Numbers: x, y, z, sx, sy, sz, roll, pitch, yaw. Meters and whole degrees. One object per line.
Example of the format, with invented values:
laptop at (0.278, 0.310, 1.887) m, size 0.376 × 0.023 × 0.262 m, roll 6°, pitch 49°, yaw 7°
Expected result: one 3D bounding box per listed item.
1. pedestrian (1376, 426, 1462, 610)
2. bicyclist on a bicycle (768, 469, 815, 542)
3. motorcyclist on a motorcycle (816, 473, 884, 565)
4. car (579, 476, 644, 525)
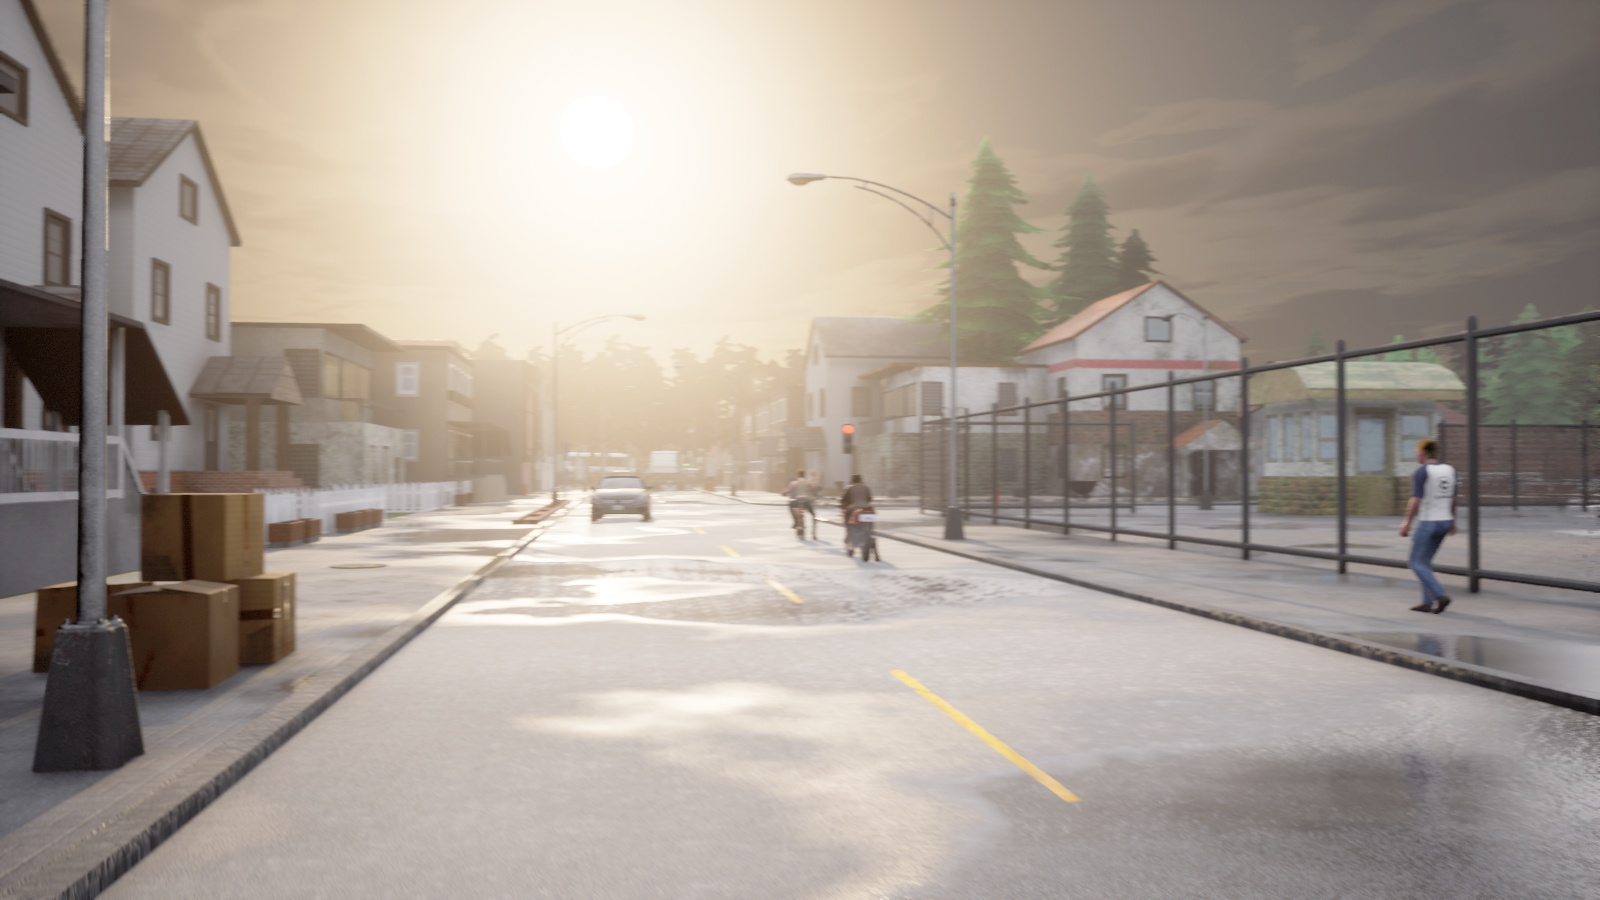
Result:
pedestrian at (6.361, 0.685, 12.922) m, size 0.354 × 1.836 × 0.706 m, roll 0°, pitch -1°, yaw -23°
bicyclist on a bicycle at (-0.199, 1.238, 28.620) m, size 0.866 × 1.612 × 1.509 m, roll 0°, pitch -1°, yaw -8°
motorcyclist on a motorcycle at (0.847, 1.161, 21.968) m, size 0.797 × 1.523 × 2.044 m, roll 0°, pitch -1°, yaw -9°
car at (-5.999, 1.578, 40.302) m, size 1.812 × 1.442 × 4.674 m, roll 0°, pitch -1°, yaw -6°
